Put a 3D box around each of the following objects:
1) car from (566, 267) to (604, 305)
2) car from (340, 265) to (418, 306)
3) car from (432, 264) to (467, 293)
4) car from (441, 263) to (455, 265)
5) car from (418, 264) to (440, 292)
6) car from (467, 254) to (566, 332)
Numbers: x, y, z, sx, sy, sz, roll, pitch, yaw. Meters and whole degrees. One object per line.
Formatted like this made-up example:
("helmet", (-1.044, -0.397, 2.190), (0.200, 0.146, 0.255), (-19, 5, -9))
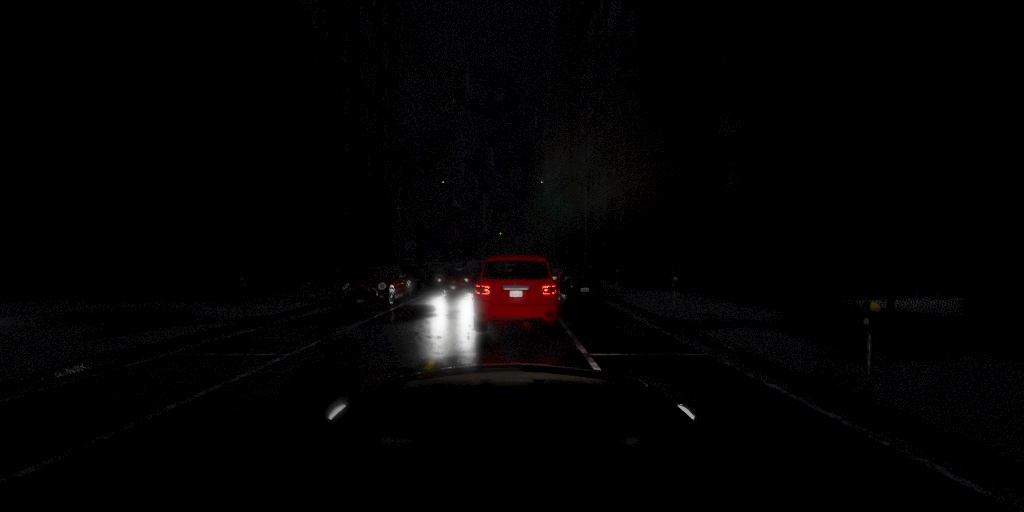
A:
("car", (2.768, 1.314, 15.619), (1.948, 1.339, 4.313), (0, 0, 0))
("car", (-5.758, 1.188, 15.623), (1.967, 1.591, 4.097), (0, 0, 0))
("car", (-3.065, 1.349, 20.916), (1.895, 1.301, 4.718), (0, 0, 0))
("car", (-5.753, 1.299, 26.634), (2.007, 1.370, 4.403), (0, 0, 0))
("car", (-5.755, 1.314, 21.129), (1.948, 1.339, 4.313), (0, 0, 0))
("car", (0.106, 0.970, 10.980), (2.150, 2.045, 5.566), (0, 0, 0))
